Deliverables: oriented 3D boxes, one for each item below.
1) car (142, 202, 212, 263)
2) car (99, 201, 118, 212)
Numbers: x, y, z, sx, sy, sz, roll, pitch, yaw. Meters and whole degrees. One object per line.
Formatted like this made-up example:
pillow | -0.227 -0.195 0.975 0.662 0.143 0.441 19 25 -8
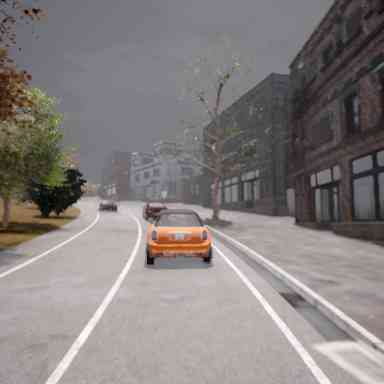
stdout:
car | -0.561 1.412 12.346 2.097 1.767 4.553 1 0 -5
car | -10.329 1.737 41.150 1.895 1.301 4.718 2 -1 -20
